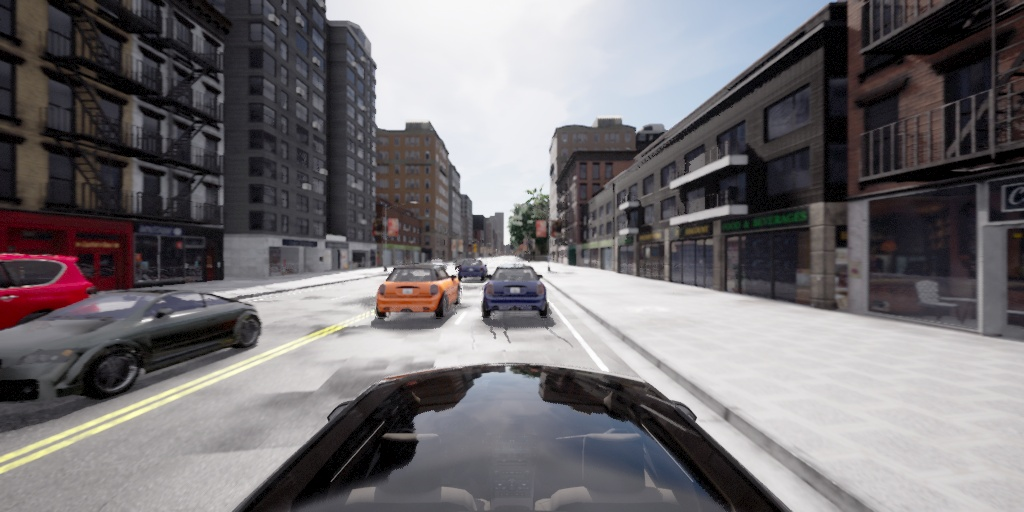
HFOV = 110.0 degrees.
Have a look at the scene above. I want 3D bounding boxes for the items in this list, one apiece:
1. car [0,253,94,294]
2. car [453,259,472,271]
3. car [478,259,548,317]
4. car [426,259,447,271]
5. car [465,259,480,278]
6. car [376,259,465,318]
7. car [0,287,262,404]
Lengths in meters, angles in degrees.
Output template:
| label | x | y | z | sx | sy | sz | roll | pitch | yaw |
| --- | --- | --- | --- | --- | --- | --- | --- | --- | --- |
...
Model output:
| label | x | y | z | sx | sy | sz | roll | pitch | yaw |
| --- | --- | --- | --- | --- | --- | --- | --- | --- | --- |
| car | -9.851 | 0.966 | 5.257 | 2.150 | 2.045 | 5.566 | 0 | 0 | 0 |
| car | -6.593 | 1.155 | 48.354 | 1.837 | 1.490 | 4.892 | 0 | 1 | 0 |
| car | 0.097 | 1.080 | 13.228 | 2.097 | 1.767 | 4.553 | 0 | 0 | 0 |
| car | -9.838 | 1.181 | 47.152 | 1.812 | 1.442 | 4.674 | 0 | 0 | 0 |
| car | -3.157 | 1.045 | 29.706 | 2.097 | 1.767 | 4.553 | 0 | 0 | 0 |
| car | -3.152 | 1.081 | 12.952 | 2.097 | 1.767 | 4.553 | 0 | 0 | 0 |
| car | -6.601 | 1.306 | 6.334 | 1.994 | 1.385 | 4.181 | 0 | 0 | 0 |
